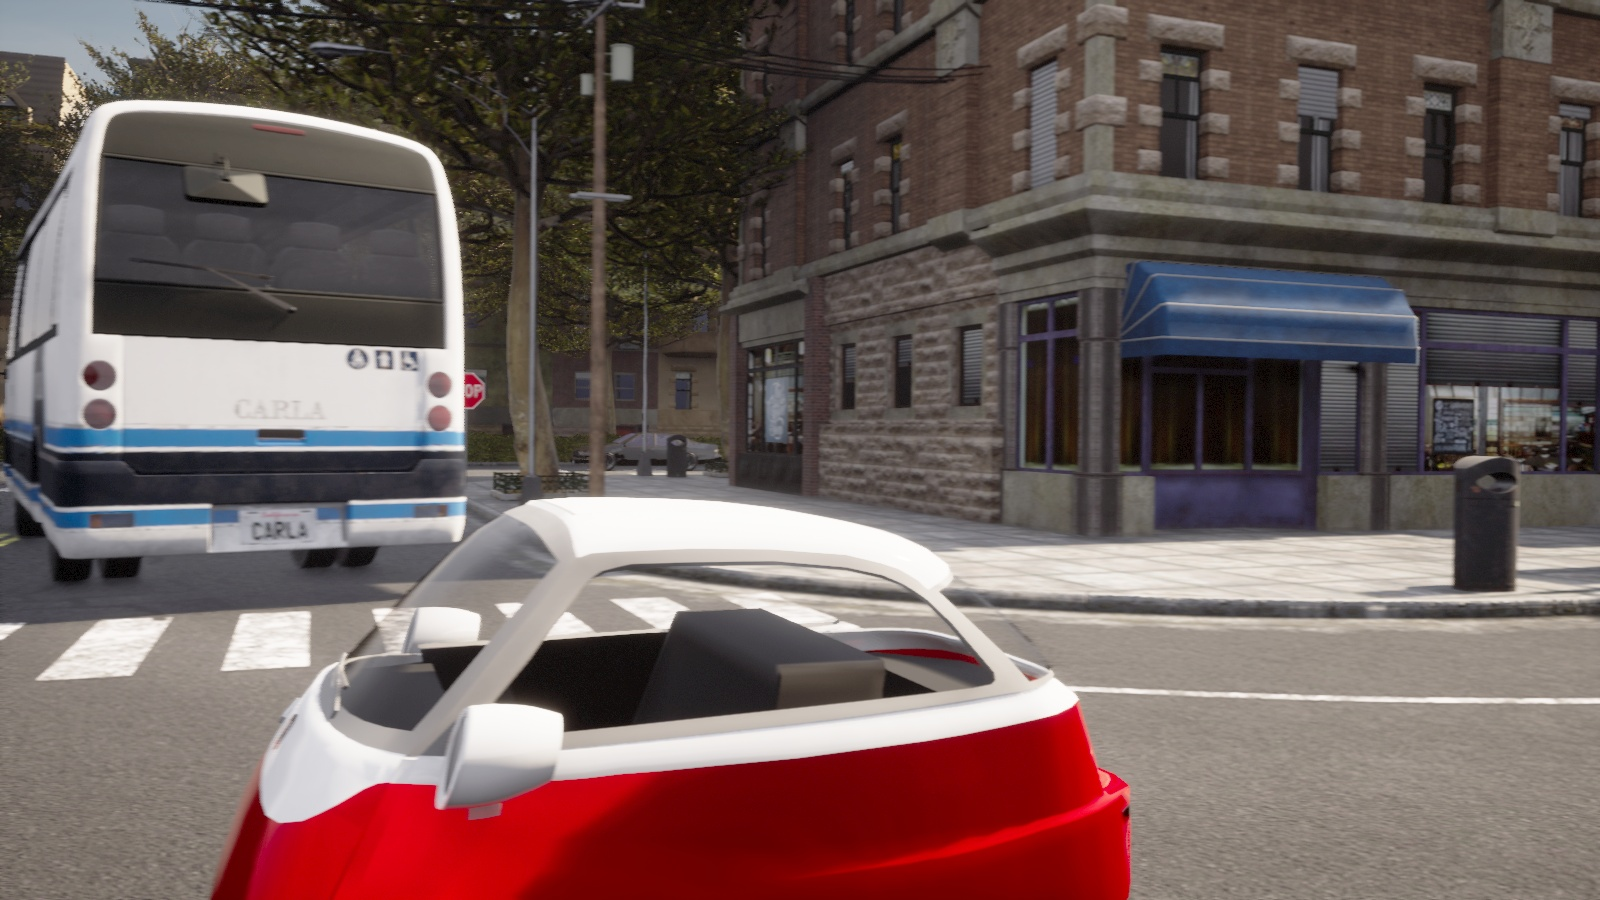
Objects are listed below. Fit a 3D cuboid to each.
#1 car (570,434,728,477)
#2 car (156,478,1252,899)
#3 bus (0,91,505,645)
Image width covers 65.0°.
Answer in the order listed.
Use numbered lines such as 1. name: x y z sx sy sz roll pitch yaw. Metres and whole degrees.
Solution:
1. car: -5.489 0.163 45.569 5.357 1.411 2.033 -1 1 -21
2. car: -0.273 0.805 3.136 2.207 1.376 1.481 -1 1 -21
3. bus: -7.348 -0.743 15.010 3.944 4.253 10.273 -1 2 -34
